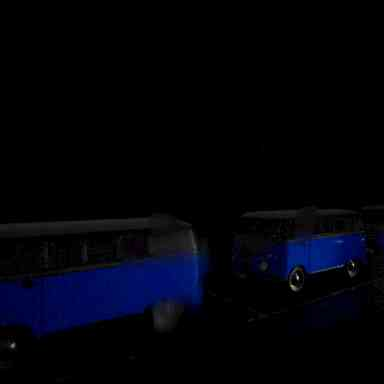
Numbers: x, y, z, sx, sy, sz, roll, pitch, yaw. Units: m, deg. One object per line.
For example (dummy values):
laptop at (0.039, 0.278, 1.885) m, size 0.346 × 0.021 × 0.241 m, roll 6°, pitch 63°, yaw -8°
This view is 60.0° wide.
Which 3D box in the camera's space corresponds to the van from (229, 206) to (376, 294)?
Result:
van at (2.782, 1.339, 8.520) m, size 3.998 × 1.788 × 1.690 m, roll 0°, pitch -1°, yaw -35°

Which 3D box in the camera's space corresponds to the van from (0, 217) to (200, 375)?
van at (-1.770, 1.341, 5.283) m, size 3.998 × 1.788 × 1.690 m, roll 0°, pitch -1°, yaw -35°

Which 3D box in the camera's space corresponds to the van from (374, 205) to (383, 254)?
van at (7.334, 1.336, 11.757) m, size 3.998 × 1.788 × 1.690 m, roll 0°, pitch -1°, yaw -35°
